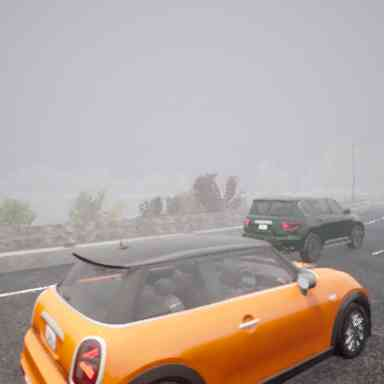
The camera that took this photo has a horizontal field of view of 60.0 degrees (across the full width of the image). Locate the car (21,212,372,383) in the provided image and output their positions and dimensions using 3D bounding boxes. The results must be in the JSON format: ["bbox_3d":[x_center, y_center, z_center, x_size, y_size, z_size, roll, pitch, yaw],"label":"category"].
[{"bbox_3d":[0.395,1.339,4.349,4.553,1.767,2.097,-1,0,-37],"label":"car"}]

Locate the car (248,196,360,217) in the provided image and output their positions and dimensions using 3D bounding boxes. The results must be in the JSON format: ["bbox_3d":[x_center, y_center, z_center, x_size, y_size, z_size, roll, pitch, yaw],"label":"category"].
[{"bbox_3d":[4.175,1.150,12.022,5.566,2.045,2.150,-1,0,-42],"label":"car"}]
